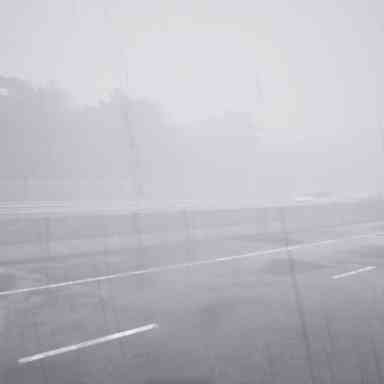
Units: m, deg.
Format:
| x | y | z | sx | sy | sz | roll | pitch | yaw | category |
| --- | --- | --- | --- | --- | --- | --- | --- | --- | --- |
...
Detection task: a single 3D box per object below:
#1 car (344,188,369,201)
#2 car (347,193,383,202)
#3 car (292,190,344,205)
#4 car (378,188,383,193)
| x | y | z | sx | sy | sz | roll | pitch | yaw | category |
| --- | --- | --- | --- | --- | --- | --- | --- | --- | --- |
| 24.011 | 0.491 | 49.088 | 5.566 | 2.045 | 2.150 | -2 | 1 | -36 | car |
| 17.993 | 1.143 | 33.388 | 4.181 | 1.385 | 1.994 | -1 | 1 | -34 | car |
| 12.647 | 0.880 | 34.020 | 5.566 | 2.045 | 2.150 | -1 | 1 | -34 | car |
| 29.156 | 0.376 | 49.082 | 5.566 | 2.045 | 2.150 | -2 | 1 | -33 | car |
